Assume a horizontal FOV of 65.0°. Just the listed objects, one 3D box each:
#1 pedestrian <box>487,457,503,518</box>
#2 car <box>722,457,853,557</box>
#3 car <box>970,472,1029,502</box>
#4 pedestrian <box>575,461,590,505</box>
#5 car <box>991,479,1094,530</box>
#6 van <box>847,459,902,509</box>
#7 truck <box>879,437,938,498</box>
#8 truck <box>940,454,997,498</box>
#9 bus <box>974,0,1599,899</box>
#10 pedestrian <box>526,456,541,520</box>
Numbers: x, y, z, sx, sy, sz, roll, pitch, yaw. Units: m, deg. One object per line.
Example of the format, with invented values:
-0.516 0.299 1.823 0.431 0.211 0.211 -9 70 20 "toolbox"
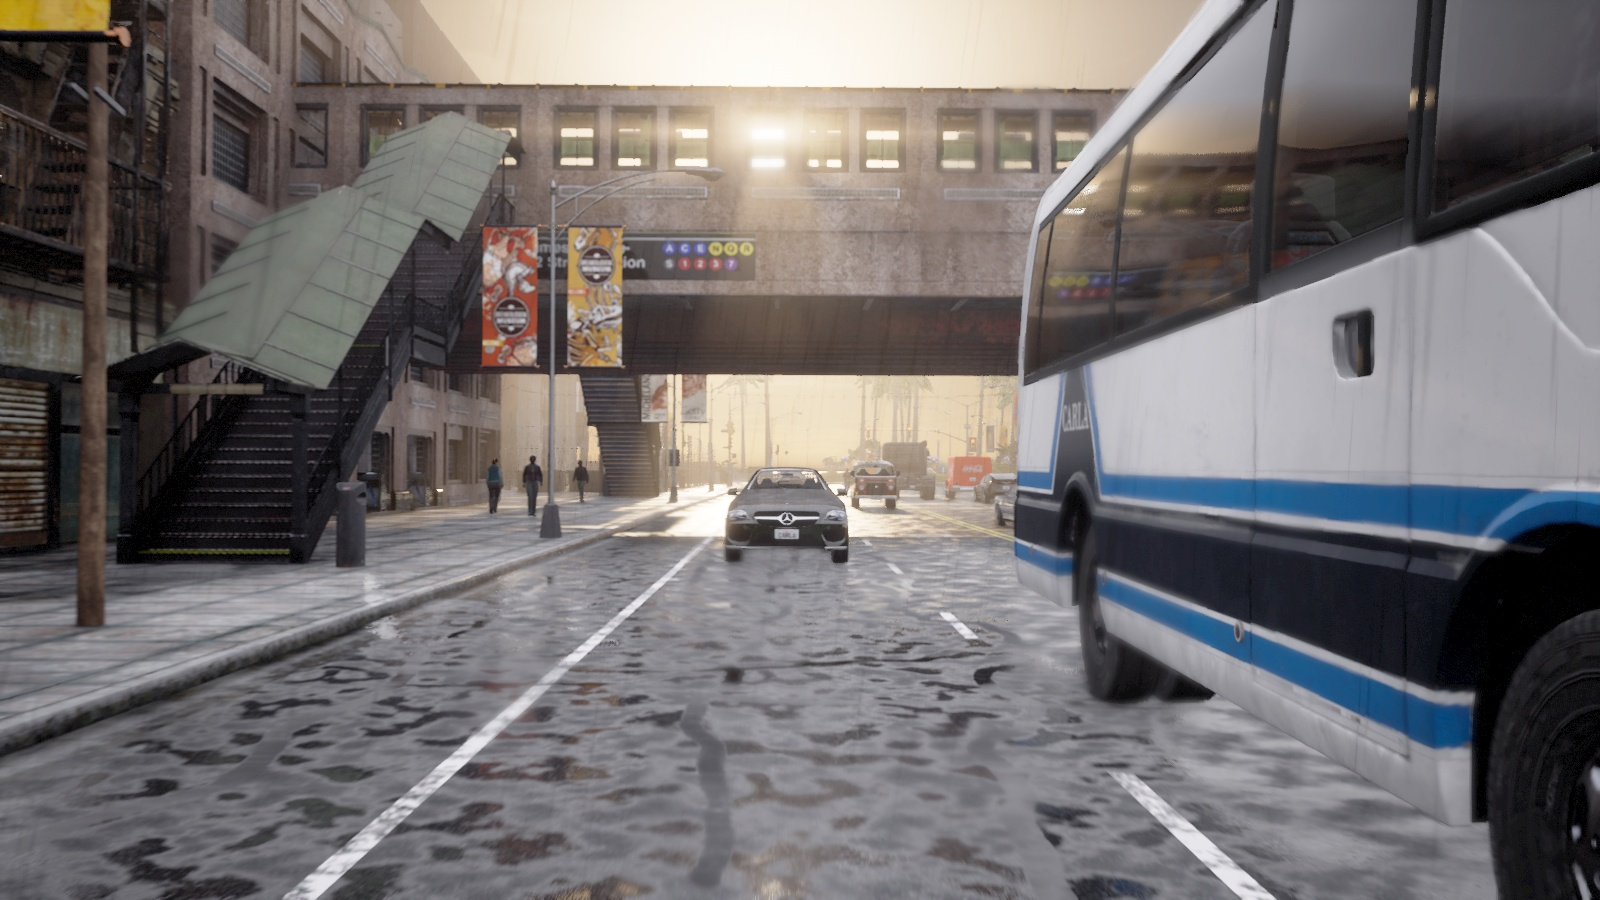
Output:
-9.759 1.184 40.230 0.396 1.930 0.692 0 -1 -4 "pedestrian"
-0.224 0.984 23.240 2.152 1.651 5.027 0 -1 -1 "car"
10.066 1.841 63.625 2.163 1.488 4.792 0 -1 0 "car"
-9.252 1.403 53.385 0.431 1.840 0.703 0 -1 7 "pedestrian"
6.675 1.476 35.076 1.895 1.301 4.718 0 -1 -1 "car"
3.138 1.425 53.700 2.069 2.038 4.480 0 -1 -1 "van"
6.434 1.069 75.283 2.891 3.462 7.936 0 -1 0 "truck"
9.876 1.530 74.130 2.627 2.467 5.204 0 -1 0 "truck"
3.479 -0.476 5.972 3.944 4.253 10.273 0 -1 1 "bus"
-8.016 1.136 37.790 0.402 1.930 0.666 0 -1 -17 "pedestrian"
